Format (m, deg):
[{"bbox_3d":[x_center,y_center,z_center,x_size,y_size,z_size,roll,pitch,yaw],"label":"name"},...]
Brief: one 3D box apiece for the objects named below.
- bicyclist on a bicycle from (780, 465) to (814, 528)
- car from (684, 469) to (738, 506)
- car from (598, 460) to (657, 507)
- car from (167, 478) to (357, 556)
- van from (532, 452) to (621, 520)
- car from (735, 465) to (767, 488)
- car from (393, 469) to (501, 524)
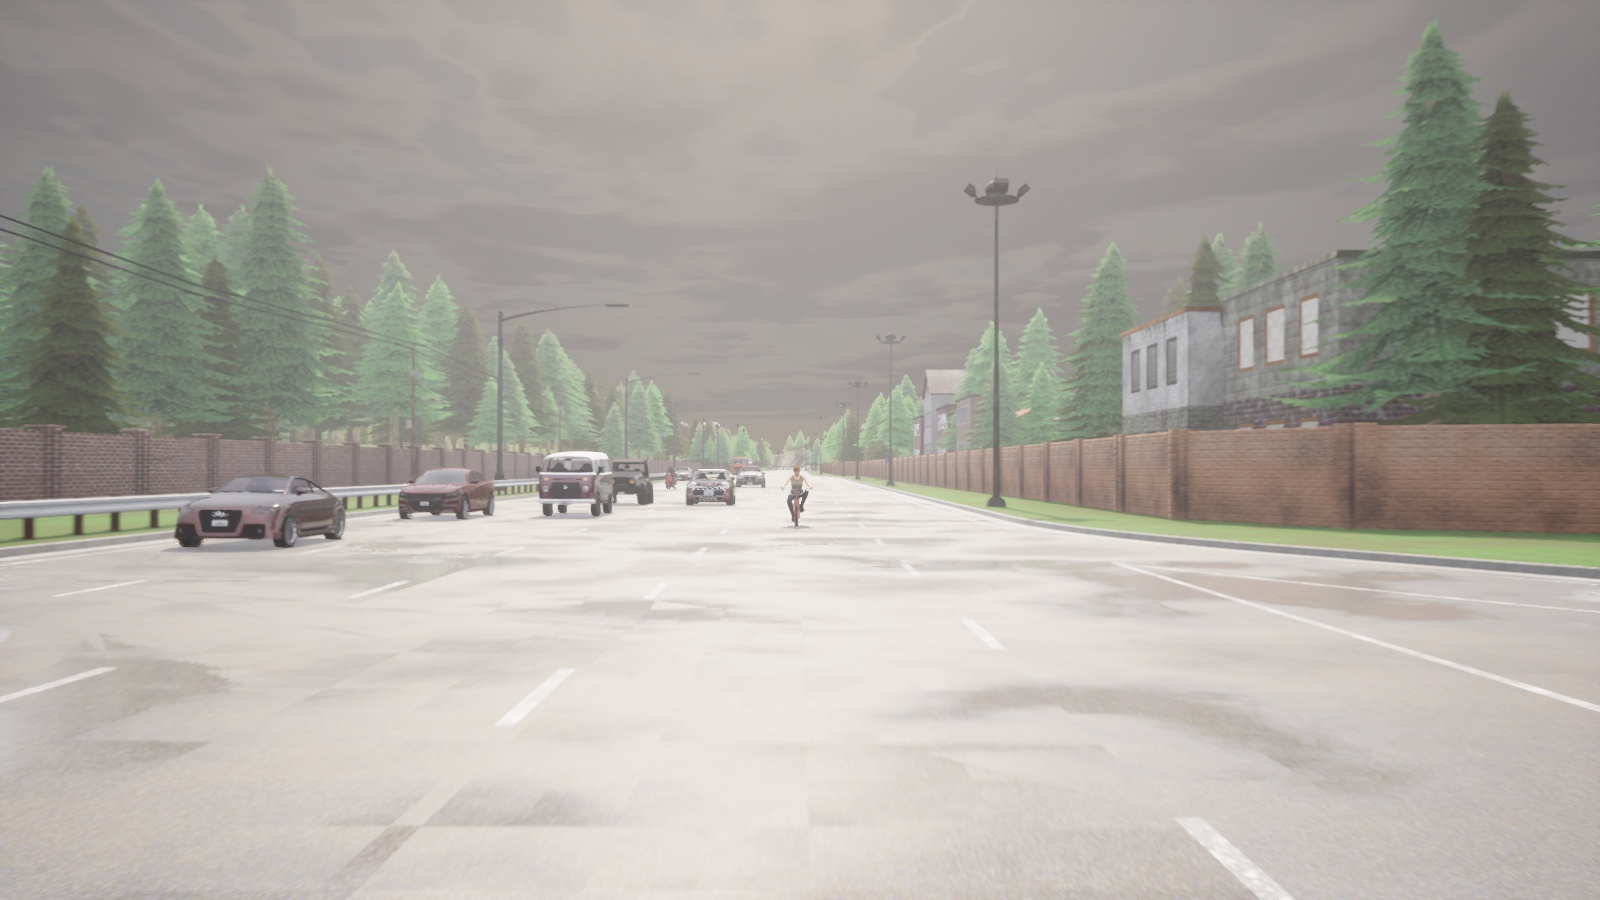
[{"bbox_3d":[-0.074,1.206,33.043,0.866,1.612,1.509,0,-1,0],"label":"bicyclist on a bicycle"},{"bbox_3d":[-3.623,1.512,51.932,1.970,1.475,3.806,0,-1,0],"label":"car"},{"bbox_3d":[-7.124,1.359,52.106,1.905,1.878,3.866,0,-1,0],"label":"car"},{"bbox_3d":[-10.559,1.264,25.017,1.994,1.385,4.181,0,-1,0],"label":"car"},{"bbox_3d":[-7.097,1.123,40.341,2.069,2.038,4.480,0,-1,0],"label":"van"},{"bbox_3d":[-3.729,2.009,96.394,2.242,1.667,4.611,0,-1,0],"label":"car"},{"bbox_3d":[-10.591,1.359,38.093,1.882,1.535,5.008,0,-1,0],"label":"car"}]
